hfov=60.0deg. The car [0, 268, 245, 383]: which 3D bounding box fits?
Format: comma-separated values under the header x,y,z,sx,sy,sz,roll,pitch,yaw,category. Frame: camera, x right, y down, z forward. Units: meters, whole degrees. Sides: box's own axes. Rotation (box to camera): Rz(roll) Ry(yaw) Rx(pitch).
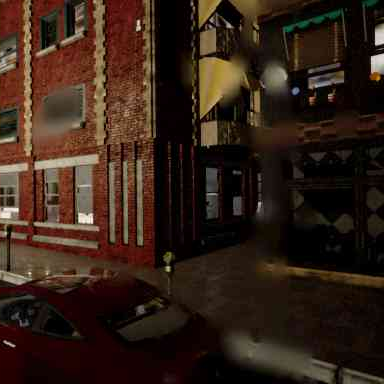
x,y,z,sx,sy,sz,roll,pitch,yaw,category
-1.444,1.583,3.879,4.206,1.307,1.802,0,-1,36,car
